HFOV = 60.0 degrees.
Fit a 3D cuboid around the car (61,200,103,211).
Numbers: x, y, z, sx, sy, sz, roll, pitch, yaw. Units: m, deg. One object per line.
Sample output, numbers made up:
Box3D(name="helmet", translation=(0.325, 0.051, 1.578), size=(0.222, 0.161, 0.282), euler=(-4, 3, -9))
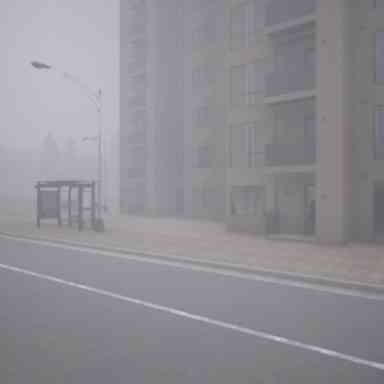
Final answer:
Box3D(name="car", translation=(-12.392, 1.418, 37.835), size=(1.837, 1.490, 4.892), euler=(0, 0, 36))
